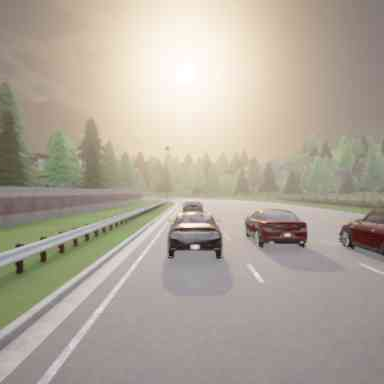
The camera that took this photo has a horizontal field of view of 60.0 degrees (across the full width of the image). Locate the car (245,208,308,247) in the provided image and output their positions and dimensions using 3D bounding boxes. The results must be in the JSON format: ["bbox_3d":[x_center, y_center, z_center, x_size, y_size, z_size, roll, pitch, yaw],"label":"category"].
[{"bbox_3d":[3.596,1.469,14.985,1.882,1.535,5.008,0,0,0],"label":"car"}]

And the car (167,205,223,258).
[{"bbox_3d":[0.097,1.484,12.699,2.128,1.511,4.902,0,0,0],"label":"car"}]

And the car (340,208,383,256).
[{"bbox_3d":[7.096,1.345,11.736,2.097,1.767,4.553,0,0,0],"label":"car"}]

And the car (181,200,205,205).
[{"bbox_3d":[0.093,1.486,31.080,1.837,1.490,4.892,0,0,0],"label":"car"}]
